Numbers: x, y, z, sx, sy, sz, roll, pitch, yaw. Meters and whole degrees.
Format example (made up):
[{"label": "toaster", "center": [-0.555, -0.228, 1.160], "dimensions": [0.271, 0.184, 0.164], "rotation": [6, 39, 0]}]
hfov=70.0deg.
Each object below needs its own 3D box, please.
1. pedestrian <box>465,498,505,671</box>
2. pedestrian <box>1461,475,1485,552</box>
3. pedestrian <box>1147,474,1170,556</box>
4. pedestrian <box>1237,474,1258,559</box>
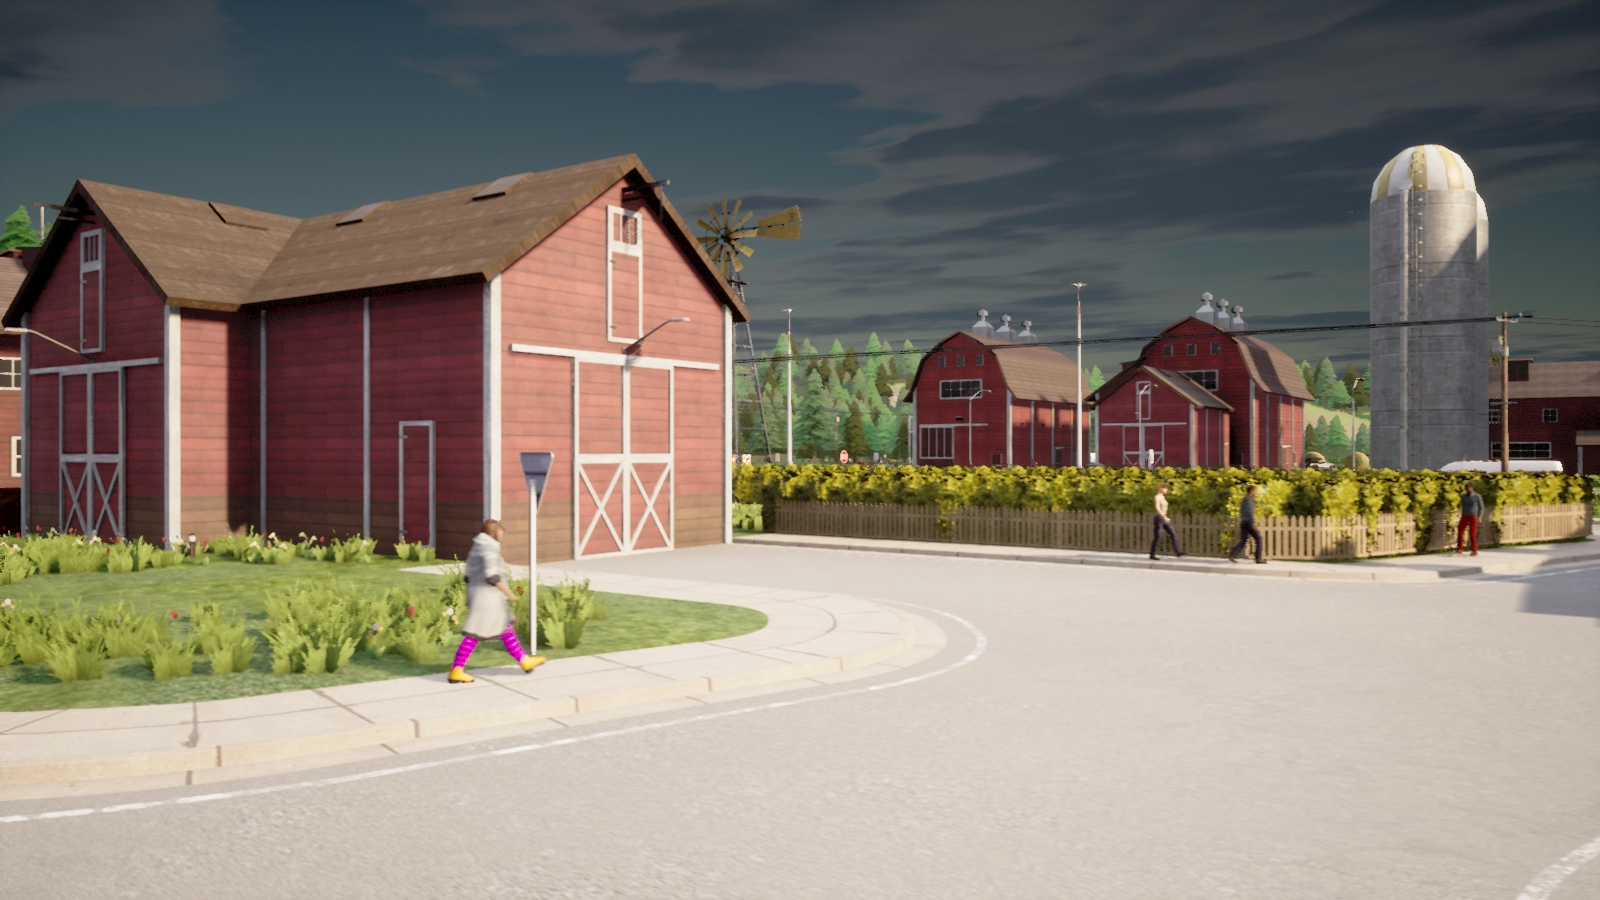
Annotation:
[{"label": "pedestrian", "center": [-3.510, 1.475, 12.710], "dimensions": [0.375, 1.860, 0.375], "rotation": [0, 0, -25]}, {"label": "pedestrian", "center": [16.644, 1.565, 28.259], "dimensions": [0.375, 1.860, 0.375], "rotation": [0, 0, -32]}, {"label": "pedestrian", "center": [8.273, 1.483, 26.348], "dimensions": [0.375, 1.860, 0.375], "rotation": [0, 0, 44]}, {"label": "pedestrian", "center": [10.029, 1.482, 25.599], "dimensions": [0.375, 1.860, 0.375], "rotation": [0, 0, 9]}]
